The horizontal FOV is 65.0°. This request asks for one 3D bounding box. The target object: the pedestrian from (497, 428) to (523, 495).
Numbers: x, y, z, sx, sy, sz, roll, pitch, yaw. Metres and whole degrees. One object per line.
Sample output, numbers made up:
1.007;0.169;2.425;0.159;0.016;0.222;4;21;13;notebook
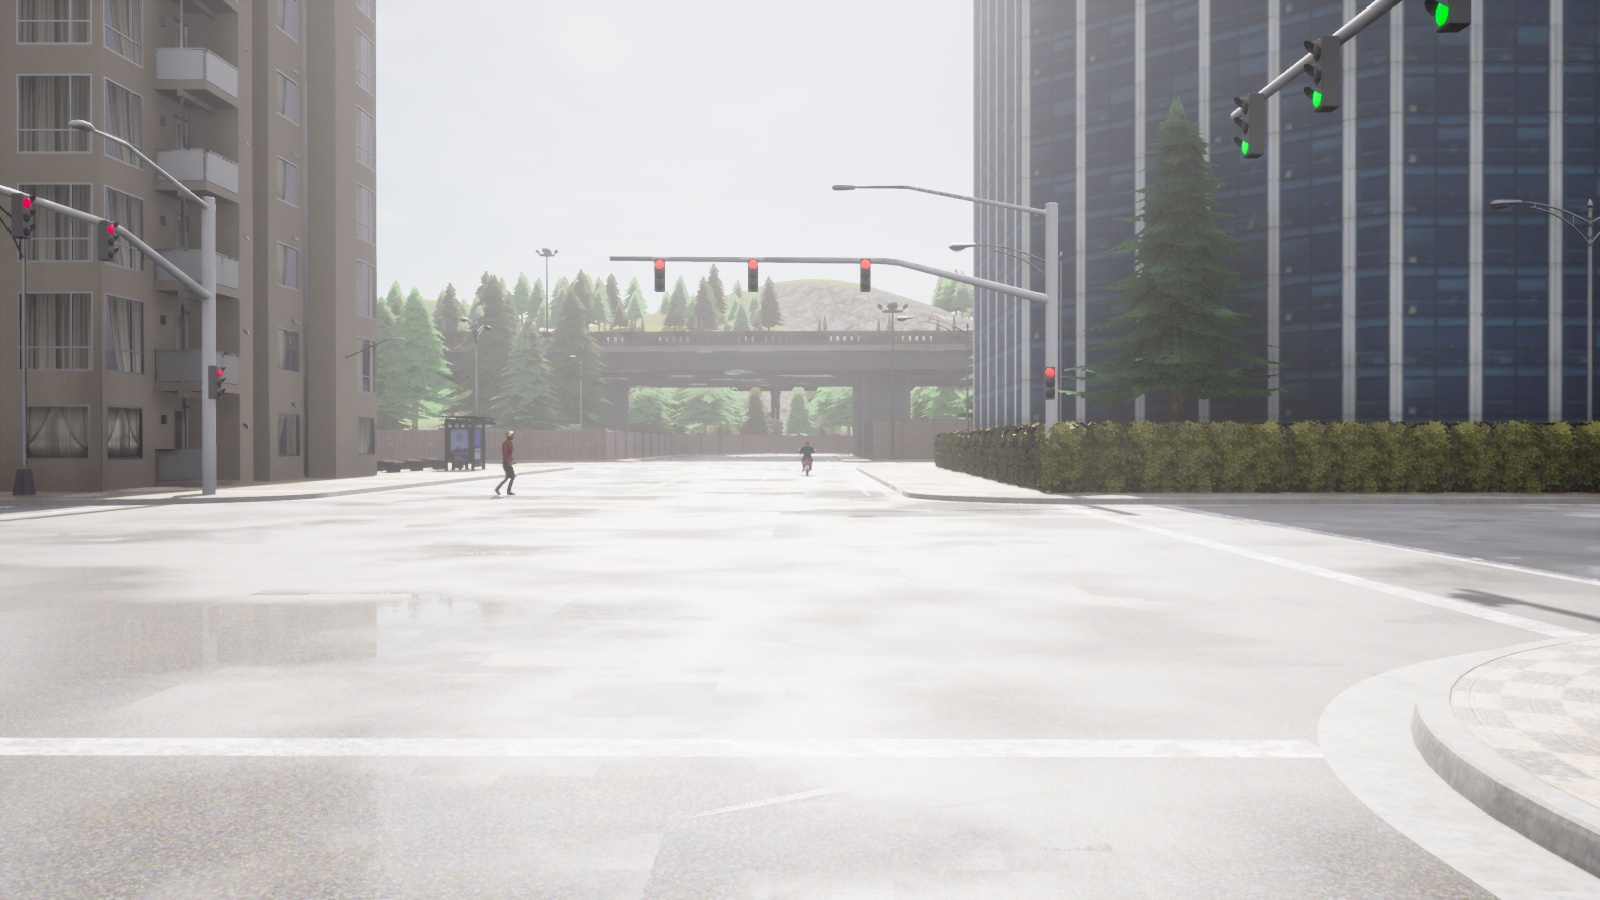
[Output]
-8.034;0.312;34.775;0.636;1.846;0.331;0;0;7;pedestrian
